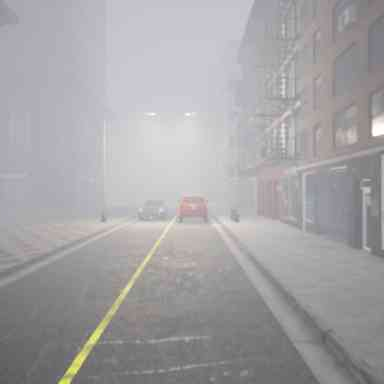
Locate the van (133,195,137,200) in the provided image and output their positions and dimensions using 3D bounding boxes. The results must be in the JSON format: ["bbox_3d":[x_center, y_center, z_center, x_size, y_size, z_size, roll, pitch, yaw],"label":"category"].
[{"bbox_3d":[-14.733,1.807,94.013,3.998,1.788,1.690,0,0,-1],"label":"van"}]

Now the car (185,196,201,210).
[{"bbox_3d":[0.080,1.454,46.119,2.097,1.767,4.553,0,0,0],"label":"car"}]

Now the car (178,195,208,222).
[{"bbox_3d":[0.098,1.239,26.609,2.150,2.045,5.566,0,0,0],"label":"car"}]

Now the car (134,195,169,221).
[{"bbox_3d":[-3.100,1.369,27.363,2.097,1.767,4.553,0,0,0],"label":"car"}]
